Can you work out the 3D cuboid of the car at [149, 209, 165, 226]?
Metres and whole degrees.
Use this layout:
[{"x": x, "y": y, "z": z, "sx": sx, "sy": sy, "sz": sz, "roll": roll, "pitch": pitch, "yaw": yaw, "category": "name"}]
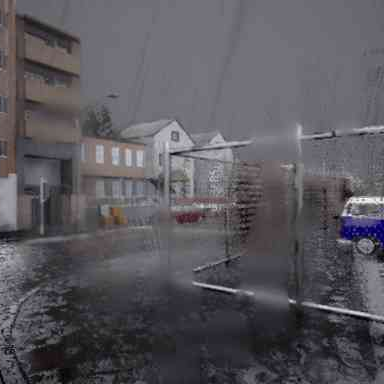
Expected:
[{"x": -0.986, "y": 1.622, "z": 24.220, "sx": 1.882, "sy": 1.535, "sz": 5.008, "roll": -1, "pitch": 0, "yaw": 36, "category": "car"}]
